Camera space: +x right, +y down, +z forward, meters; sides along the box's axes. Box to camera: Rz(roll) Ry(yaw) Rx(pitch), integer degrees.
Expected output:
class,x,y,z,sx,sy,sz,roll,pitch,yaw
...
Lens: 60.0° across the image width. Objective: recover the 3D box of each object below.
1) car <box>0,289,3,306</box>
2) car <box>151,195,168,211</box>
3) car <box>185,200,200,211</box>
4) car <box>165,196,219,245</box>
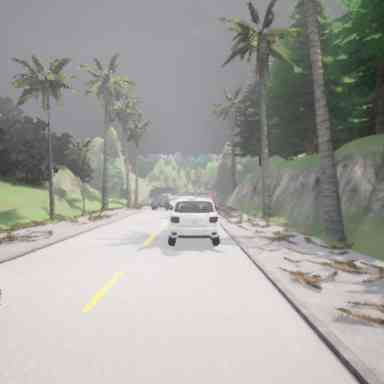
class,x,y,z,sx,sy,sz,roll,pitch,yaw
car,-4.102,1.562,3.245,2.033,1.411,5.357,0,0,0
car,-4.119,1.407,44.184,2.150,2.045,5.566,0,0,0
car,0.049,1.789,44.644,1.895,1.301,4.718,0,0,0
car,0.087,1.290,16.020,2.150,2.045,5.566,0,0,0
